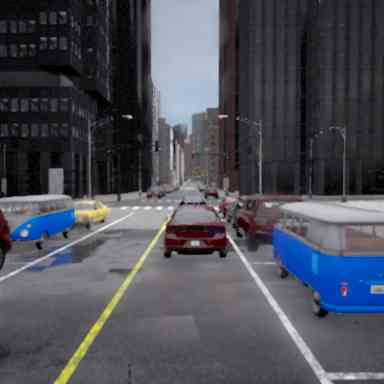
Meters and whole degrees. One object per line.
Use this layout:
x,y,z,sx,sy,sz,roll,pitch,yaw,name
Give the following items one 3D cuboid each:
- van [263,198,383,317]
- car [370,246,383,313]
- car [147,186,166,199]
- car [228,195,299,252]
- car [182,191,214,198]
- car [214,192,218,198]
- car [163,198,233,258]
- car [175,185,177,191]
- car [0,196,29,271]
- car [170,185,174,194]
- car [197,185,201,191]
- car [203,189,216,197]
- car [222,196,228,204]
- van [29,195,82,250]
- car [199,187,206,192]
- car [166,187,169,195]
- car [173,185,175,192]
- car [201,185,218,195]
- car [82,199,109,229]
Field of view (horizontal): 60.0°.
2.789,1.163,6.779,1.690,1.788,3.998,0,1,0,van
2.777,1.403,1.259,1.967,1.590,4.097,0,1,0,car
-5.631,0.044,50.413,2.192,1.841,5.009,0,1,0,car
2.802,0.996,12.303,2.192,1.841,5.009,0,1,0,car
0.067,0.930,21.911,2.128,1.511,4.902,0,1,0,car
2.828,0.946,23.356,1.887,1.381,4.507,0,1,0,car
0.106,1.180,11.505,1.882,1.535,5.008,0,1,0,car
-5.546,-0.533,84.269,1.887,1.381,4.507,0,1,0,car
-5.743,1.138,6.813,2.192,1.841,5.009,0,1,0,car
-5.574,-0.249,72.986,1.947,1.339,4.313,0,1,0,car
2.993,-0.663,89.883,1.887,1.381,4.507,0,1,0,car
2.909,0.156,56.031,1.947,1.339,4.313,0,1,0,car
2.815,1.091,17.832,2.008,1.369,4.403,0,1,0,car
-5.728,1.023,12.337,1.690,1.788,3.998,0,1,0,van
3.007,-0.772,95.527,1.947,1.339,4.313,0,1,0,car
-5.617,-0.094,56.055,2.192,1.841,5.009,0,1,0,car
-5.561,-0.418,78.456,1.752,1.417,4.829,0,1,0,car
2.894,0.043,50.382,2.192,1.841,5.009,0,1,0,car
-5.713,1.071,17.695,1.752,1.417,4.829,0,1,0,car
